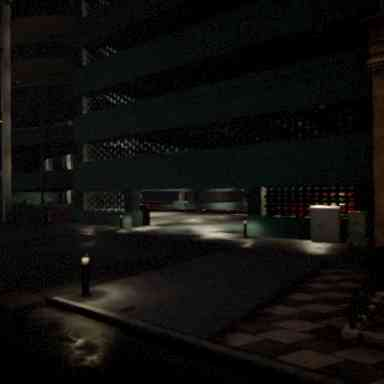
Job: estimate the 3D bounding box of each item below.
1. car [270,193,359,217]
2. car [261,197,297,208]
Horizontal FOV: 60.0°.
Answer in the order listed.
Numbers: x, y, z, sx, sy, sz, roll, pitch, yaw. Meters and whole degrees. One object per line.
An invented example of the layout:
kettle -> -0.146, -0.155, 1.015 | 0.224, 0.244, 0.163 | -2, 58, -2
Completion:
car -> 7.831, 1.093, 20.170 | 5.566, 2.045, 2.435 | -1, -1, 36
car -> 12.717, 1.539, 48.633 | 4.674, 1.452, 2.002 | -1, -1, 36
